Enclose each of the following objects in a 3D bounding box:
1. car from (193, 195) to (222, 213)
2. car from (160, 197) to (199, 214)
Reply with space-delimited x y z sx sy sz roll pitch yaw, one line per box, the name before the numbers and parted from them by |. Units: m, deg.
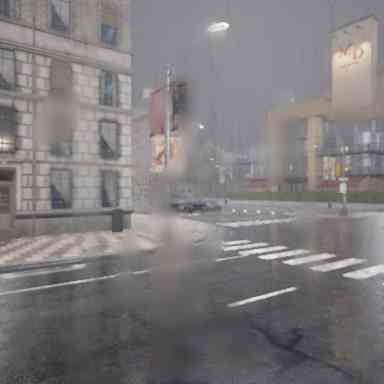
car | 1.284 1.315 36.504 2.097 1.767 4.553 0 0 -36
car | -1.600 1.532 34.520 1.994 1.385 4.181 0 0 -36
